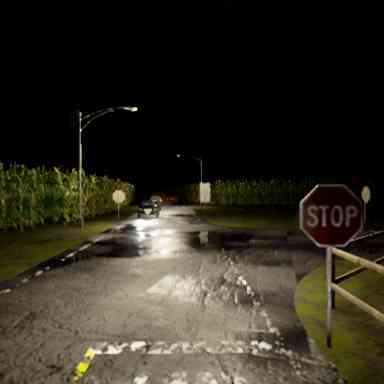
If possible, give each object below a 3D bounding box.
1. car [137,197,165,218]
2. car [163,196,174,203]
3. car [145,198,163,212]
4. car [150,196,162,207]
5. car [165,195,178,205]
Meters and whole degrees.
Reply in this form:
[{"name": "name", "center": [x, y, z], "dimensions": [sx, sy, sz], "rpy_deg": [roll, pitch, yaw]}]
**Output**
[{"name": "car", "center": [-3.902, 1.490, 30.603], "dimensions": [2.128, 1.511, 4.902], "rpy_deg": [0, 0, -3]}, {"name": "car", "center": [-5.055, 1.588, 70.853], "dimensions": [1.994, 1.385, 4.181], "rpy_deg": [0, 0, -8]}, {"name": "car", "center": [-4.630, 1.551, 40.911], "dimensions": [2.033, 1.411, 5.357], "rpy_deg": [0, 0, -5]}, {"name": "car", "center": [-5.676, 1.491, 52.358], "dimensions": [1.882, 1.535, 5.008], "rpy_deg": [0, 0, -6]}, {"name": "car", "center": [-3.700, 1.374, 60.869], "dimensions": [2.097, 1.767, 4.553], "rpy_deg": [0, 0, -7]}]
